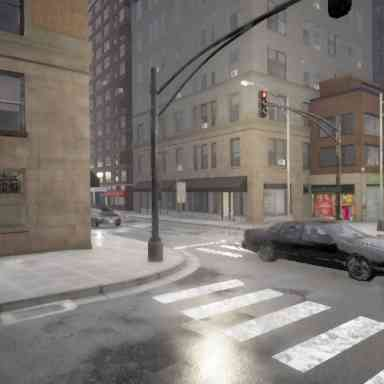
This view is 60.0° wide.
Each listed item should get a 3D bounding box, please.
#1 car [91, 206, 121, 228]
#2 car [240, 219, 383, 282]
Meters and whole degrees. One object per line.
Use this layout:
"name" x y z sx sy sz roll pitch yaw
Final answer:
"car" -6.865 1.748 24.382 1.812 1.442 4.674 -1 0 -37
"car" 3.917 1.581 10.240 2.033 1.411 5.357 0 0 -37
